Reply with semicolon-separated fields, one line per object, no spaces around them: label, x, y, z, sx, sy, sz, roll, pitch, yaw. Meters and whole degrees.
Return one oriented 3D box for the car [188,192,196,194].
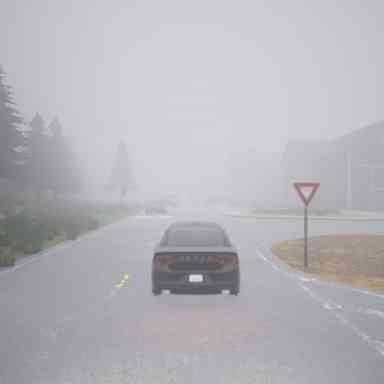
car;0.019;1.119;77.875;2.150;2.045;5.566;0;0;0

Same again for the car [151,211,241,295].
car;0.084;1.480;8.789;1.882;1.535;5.008;0;0;0

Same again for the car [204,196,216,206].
car;2.985;1.473;55.698;1.816;1.474;4.193;-6;0;-2

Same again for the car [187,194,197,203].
car;0.016;1.569;67.249;2.033;1.411;5.357;0;0;0

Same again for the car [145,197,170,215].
car;-3.587;1.537;33.889;1.812;1.442;4.674;0;0;0

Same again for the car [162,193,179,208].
car;-3.579;1.241;49.579;2.150;2.045;5.566;0;0;0
